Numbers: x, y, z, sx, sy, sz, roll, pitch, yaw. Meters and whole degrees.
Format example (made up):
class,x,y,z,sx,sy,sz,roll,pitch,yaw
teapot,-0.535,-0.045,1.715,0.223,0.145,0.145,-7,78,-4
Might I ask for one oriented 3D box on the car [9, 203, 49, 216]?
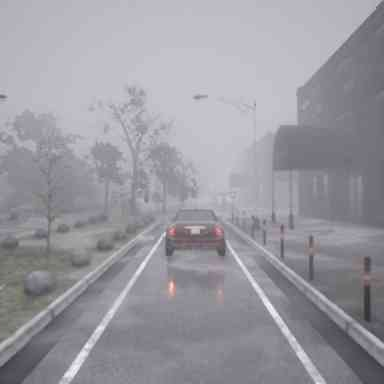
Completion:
class,x,y,z,sx,sy,sz,roll,pitch,yaw
car,-19.766,2.138,40.872,4.674,1.442,1.812,2,-2,-38

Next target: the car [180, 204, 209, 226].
class,x,y,z,sx,sy,sz,roll,pitch,yaw
car,0.250,1.698,25.905,2.033,1.411,5.357,0,-1,2

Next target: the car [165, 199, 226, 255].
class,x,y,z,sx,sy,sz,roll,pitch,yaw
car,0.119,1.336,13.249,2.097,1.767,4.553,0,0,0
